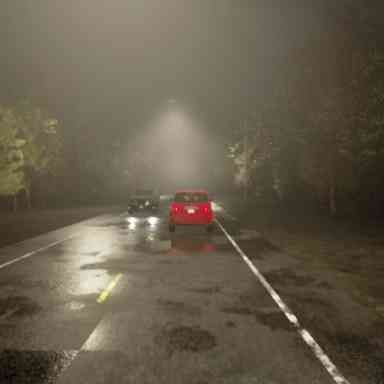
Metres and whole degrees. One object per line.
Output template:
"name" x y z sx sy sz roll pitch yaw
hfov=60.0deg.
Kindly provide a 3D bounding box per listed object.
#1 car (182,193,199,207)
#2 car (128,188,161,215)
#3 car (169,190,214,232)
"car" -0.206 0.852 37.502 1.812 1.442 4.674 0 1 -1
"car" -3.824 0.724 27.624 2.150 2.045 5.566 0 1 0
"car" -0.050 0.903 17.738 2.150 2.045 5.566 0 1 0
